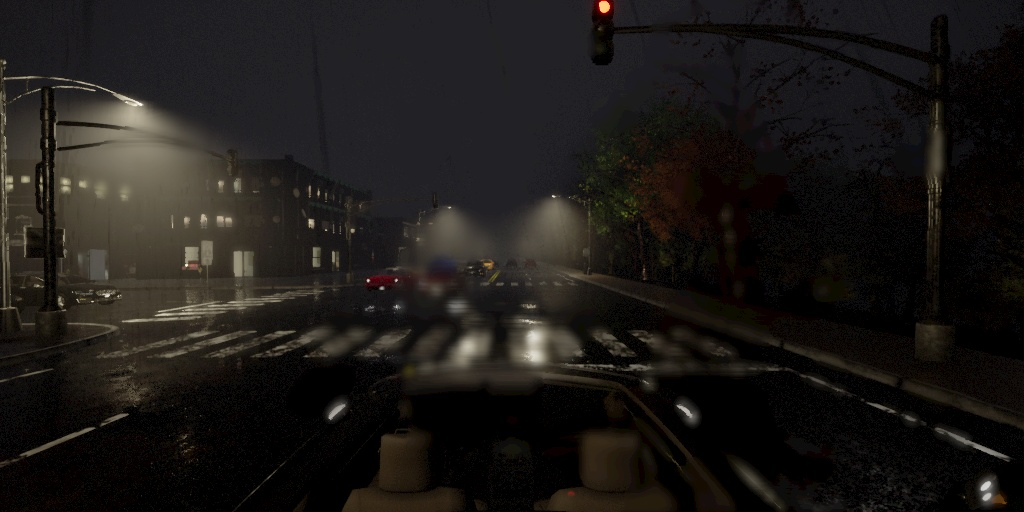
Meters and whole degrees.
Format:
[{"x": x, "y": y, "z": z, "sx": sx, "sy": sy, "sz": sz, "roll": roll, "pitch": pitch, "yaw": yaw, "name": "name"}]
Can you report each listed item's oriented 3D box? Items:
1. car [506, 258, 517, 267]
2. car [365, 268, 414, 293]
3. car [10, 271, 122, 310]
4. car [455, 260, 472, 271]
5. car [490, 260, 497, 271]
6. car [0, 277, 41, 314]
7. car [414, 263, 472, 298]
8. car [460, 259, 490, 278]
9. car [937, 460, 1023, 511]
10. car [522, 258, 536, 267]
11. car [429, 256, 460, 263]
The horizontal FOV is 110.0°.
[{"x": -0.032, "y": 1.204, "z": 63.789, "sx": 1.882, "sy": 1.535, "sz": 5.008, "roll": 0, "pitch": 0, "yaw": 0, "name": "car"}, {"x": -6.646, "y": 1.346, "z": 20.513, "sx": 1.895, "sy": 1.301, "sz": 4.718, "roll": 0, "pitch": 0, "yaw": 0, "name": "car"}, {"x": -19.619, "y": 1.472, "z": 15.223, "sx": 4.892, "sy": 1.490, "sz": 1.837, "roll": -1, "pitch": 1, "yaw": 0, "name": "car"}, {"x": -6.704, "y": 1.297, "z": 49.980, "sx": 1.994, "sy": 1.385, "sz": 4.181, "roll": 0, "pitch": 0, "yaw": -1, "name": "car"}, {"x": -3.437, "y": 1.211, "z": 48.256, "sx": 1.882, "sy": 1.535, "sz": 5.008, "roll": 0, "pitch": 0, "yaw": 0, "name": "car"}, {"x": -19.970, "y": 1.565, "z": 12.517, "sx": 4.313, "sy": 1.339, "sz": 1.948, "roll": 0, "pitch": 0, "yaw": 0, "name": "car"}, {"x": -3.388, "y": 1.272, "z": 18.509, "sx": 1.812, "sy": 1.442, "sz": 4.674, "roll": 0, "pitch": 0, "yaw": 0, "name": "car"}, {"x": -3.414, "y": 1.245, "z": 33.733, "sx": 1.837, "sy": 1.490, "sz": 4.892, "roll": 0, "pitch": 0, "yaw": 0, "name": "car"}, {"x": 3.355, "y": 1.314, "z": 0.201, "sx": 1.994, "sy": 1.385, "sz": 4.181, "roll": 0, "pitch": 0, "yaw": 0, "name": "car"}, {"x": 3.220, "y": 1.204, "z": 63.208, "sx": 1.882, "sy": 1.535, "sz": 5.008, "roll": 0, "pitch": 0, "yaw": 0, "name": "car"}, {"x": -6.663, "y": 0.963, "z": 34.733, "sx": 2.150, "sy": 2.045, "sz": 5.566, "roll": 0, "pitch": 0, "yaw": 0, "name": "car"}]
